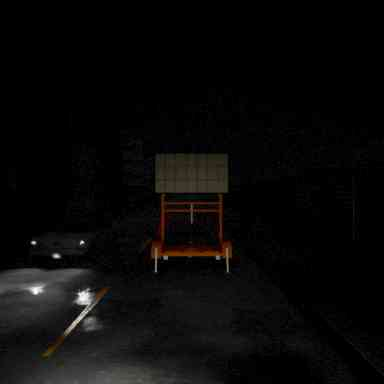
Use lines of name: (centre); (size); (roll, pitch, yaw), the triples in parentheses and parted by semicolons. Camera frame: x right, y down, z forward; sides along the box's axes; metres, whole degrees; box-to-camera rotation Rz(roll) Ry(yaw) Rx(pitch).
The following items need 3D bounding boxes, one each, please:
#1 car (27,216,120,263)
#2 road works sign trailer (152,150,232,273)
car: (-4.008, 1.601, 12.077); (1.895, 1.301, 4.718); (0, 0, 0)
road works sign trailer: (-0.007, 0.464, 10.646); (2.380, 3.560, 2.880); (0, 0, 0)
